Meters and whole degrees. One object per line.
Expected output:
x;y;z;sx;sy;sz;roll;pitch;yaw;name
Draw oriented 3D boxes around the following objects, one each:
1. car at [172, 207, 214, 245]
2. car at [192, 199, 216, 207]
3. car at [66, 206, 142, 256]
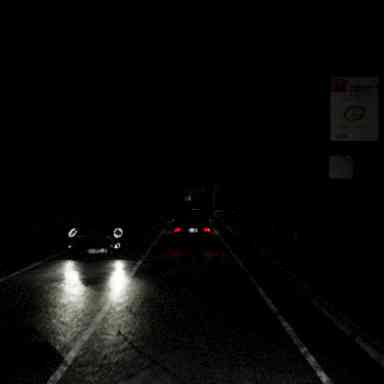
-0.010;1.659;16.213;2.033;1.411;5.357;0;-1;0;car
0.991;1.779;32.234;2.128;1.511;4.902;0;0;10;car
-3.358;1.428;13.451;2.097;1.767;4.553;0;-1;0;car
